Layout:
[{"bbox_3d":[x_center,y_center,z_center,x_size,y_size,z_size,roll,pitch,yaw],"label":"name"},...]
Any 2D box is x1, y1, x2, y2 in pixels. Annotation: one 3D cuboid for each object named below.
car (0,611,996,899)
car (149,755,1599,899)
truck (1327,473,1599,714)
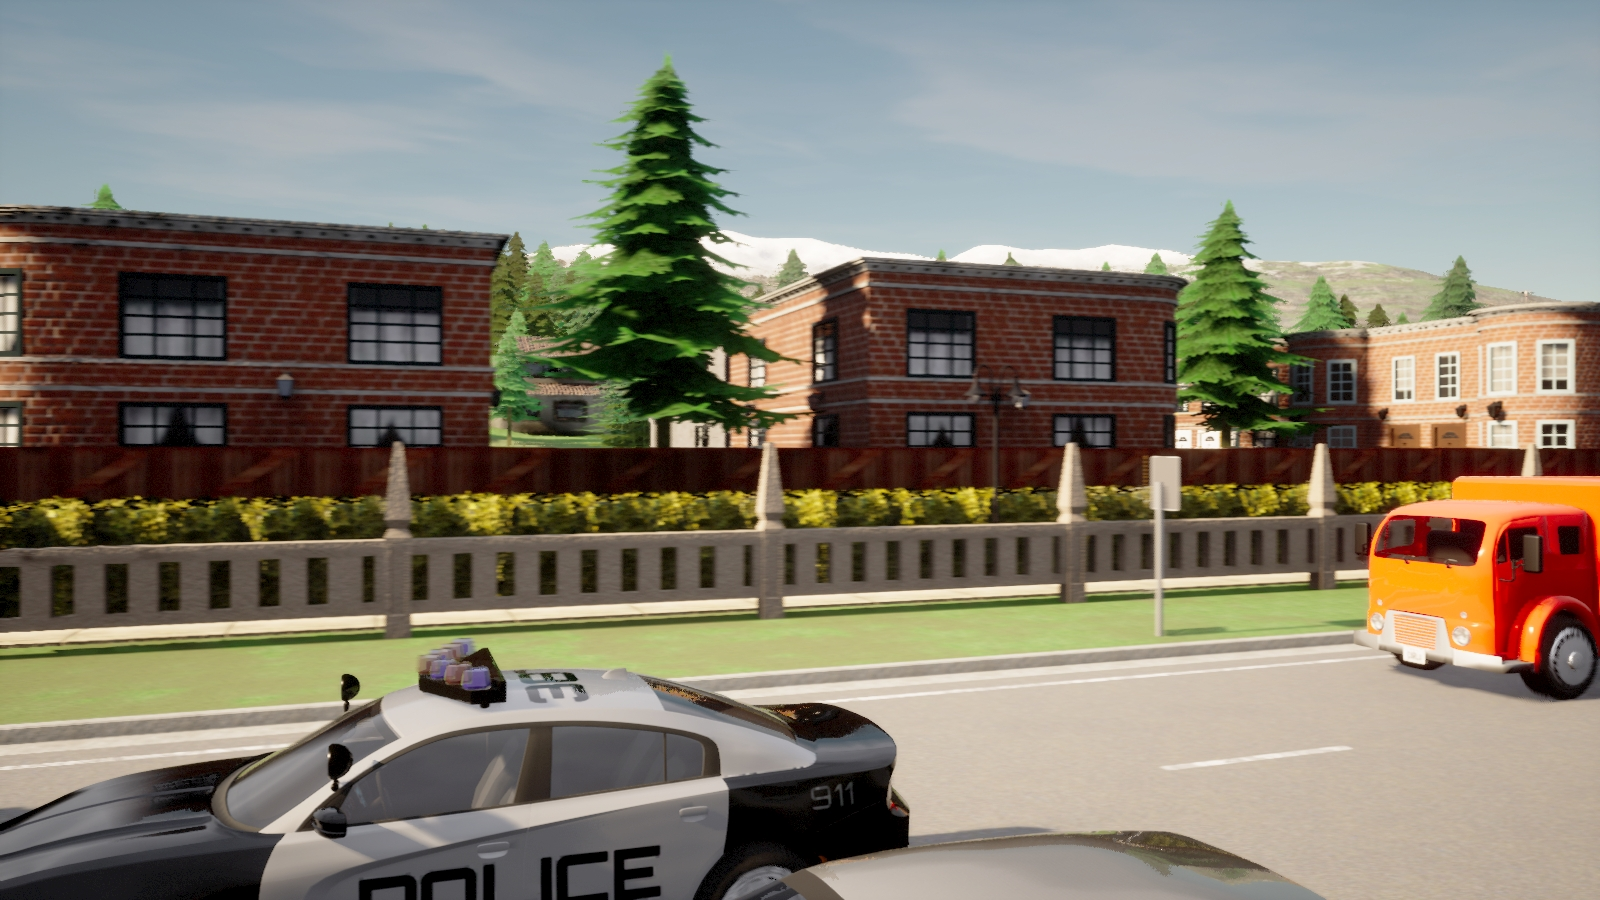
[{"bbox_3d":[-1.740,1.982,6.390,5.238,1.638,2.097,0,0,-20],"label":"car"},{"bbox_3d":[0.295,2.065,3.409,4.193,1.474,1.816,0,0,-20],"label":"car"},{"bbox_3d":[9.622,1.568,14.250,5.204,2.467,2.627,0,0,-20],"label":"truck"}]
